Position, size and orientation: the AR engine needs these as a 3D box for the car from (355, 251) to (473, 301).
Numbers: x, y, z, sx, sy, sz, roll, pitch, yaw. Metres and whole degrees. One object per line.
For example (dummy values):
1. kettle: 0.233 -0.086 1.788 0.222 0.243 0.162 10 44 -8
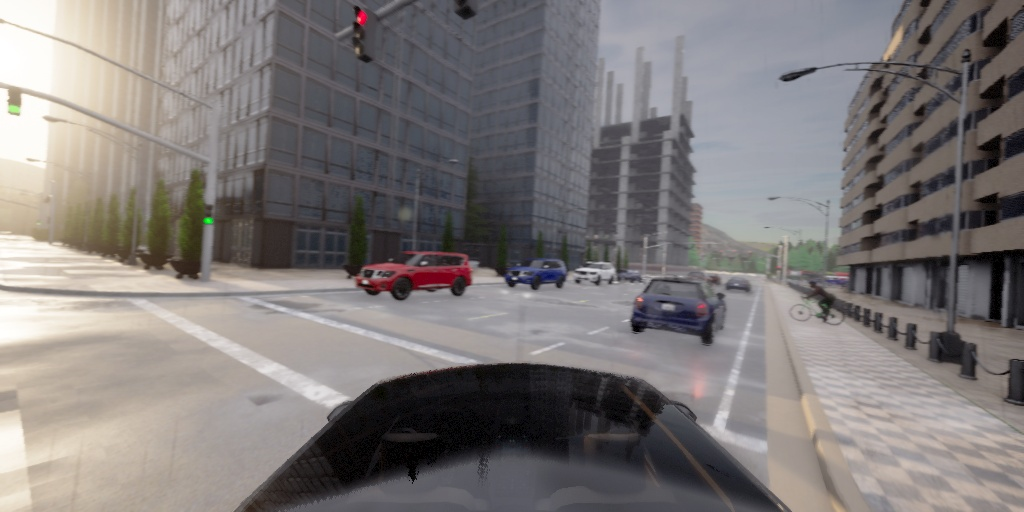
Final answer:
1. car: -4.147 0.773 16.296 2.150 2.045 5.566 3 0 35

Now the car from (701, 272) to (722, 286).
1. car: 26.552 3.018 47.664 1.882 1.535 5.008 3 0 35

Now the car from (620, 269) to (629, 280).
1. car: 13.645 2.256 41.568 1.812 1.442 4.674 3 0 36

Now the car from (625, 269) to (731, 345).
1. car: 5.372 1.465 11.270 2.097 1.767 4.553 3 0 35

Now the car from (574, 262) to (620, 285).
1. car: 7.733 1.560 33.208 2.150 2.045 5.566 3 0 35

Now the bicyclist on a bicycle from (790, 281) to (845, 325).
1. bicyclist on a bicycle: 11.926 1.824 14.017 1.656 1.620 0.582 3 0 35

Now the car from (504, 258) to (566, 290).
1. car: 1.782 1.166 24.734 2.150 2.045 5.566 3 0 35

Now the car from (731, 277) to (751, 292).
1. car: 23.033 2.848 36.506 1.994 1.385 4.181 3 0 36
